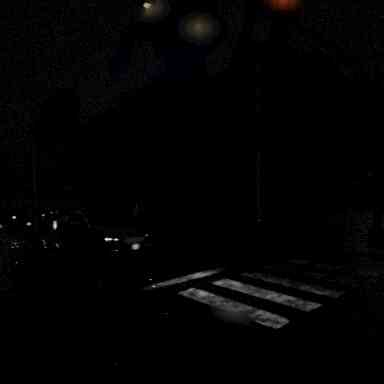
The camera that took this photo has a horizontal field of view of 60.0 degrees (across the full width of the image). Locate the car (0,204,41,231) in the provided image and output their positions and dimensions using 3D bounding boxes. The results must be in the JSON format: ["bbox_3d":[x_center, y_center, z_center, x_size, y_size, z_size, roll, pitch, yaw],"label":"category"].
[{"bbox_3d":[-10.109,1.357,19.305,1.895,1.301,4.718,-2,2,-42],"label":"car"}]

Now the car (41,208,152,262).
[{"bbox_3d":[-3.336,1.354,11.829,2.128,1.511,4.902,-2,2,-42],"label":"car"}]
